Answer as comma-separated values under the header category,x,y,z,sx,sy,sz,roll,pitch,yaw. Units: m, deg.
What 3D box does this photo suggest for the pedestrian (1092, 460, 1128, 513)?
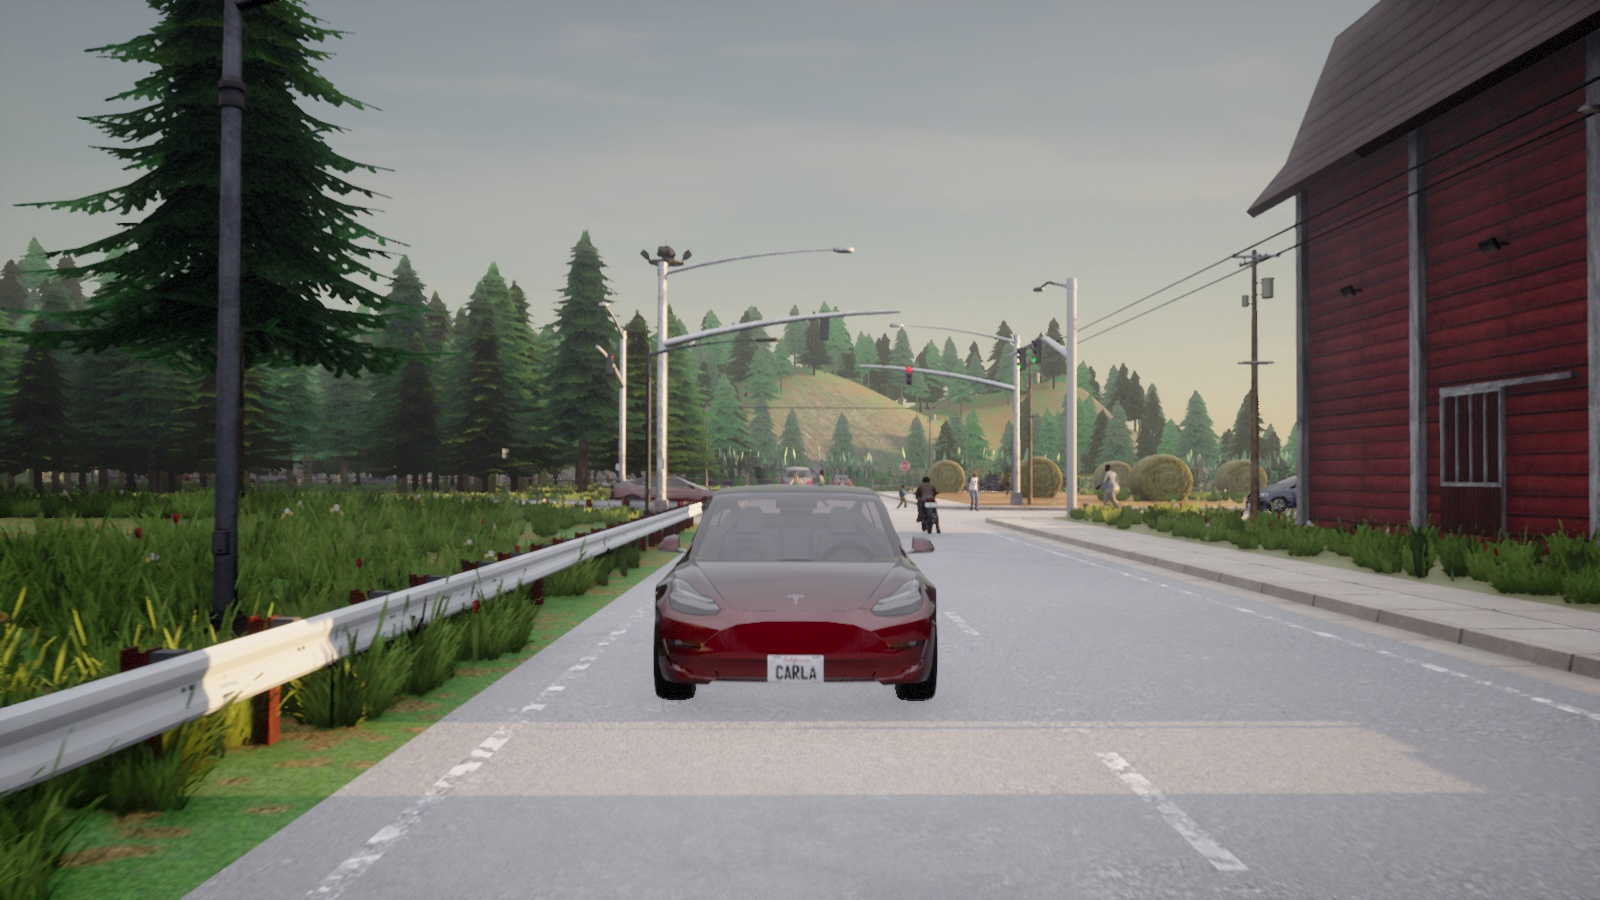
category,x,y,z,sx,sy,sz,roll,pitch,yaw
pedestrian,11.081,1.297,44.879,0.874,1.855,0.900,1,-1,-40

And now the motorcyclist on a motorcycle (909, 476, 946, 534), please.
category,x,y,z,sx,sy,sz,roll,pitch,yaw
motorcyclist on a motorcycle,3.417,1.457,33.809,0.797,1.523,2.044,0,-1,0

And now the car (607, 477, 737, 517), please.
category,x,y,z,sx,sy,sz,roll,pitch,yaw
car,-4.827,1.766,47.937,4.792,1.488,2.163,0,-1,-1

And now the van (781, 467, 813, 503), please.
category,x,y,z,sx,sy,sz,roll,pitch,yaw
van,-0.178,2.004,72.330,1.775,1.987,4.442,0,-1,0

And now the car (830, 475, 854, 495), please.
category,x,y,z,sx,sy,sz,roll,pitch,yaw
car,3.259,2.733,98.440,1.789,1.549,3.705,0,-1,0

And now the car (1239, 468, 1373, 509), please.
category,x,y,z,sx,sy,sz,roll,pitch,yaw
car,20.873,1.578,51.971,4.611,1.667,2.242,0,-1,-1

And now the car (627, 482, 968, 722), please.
category,x,y,z,sx,sy,sz,roll,pitch,yaw
car,-0.026,1.025,10.393,2.163,1.488,4.792,0,-1,0

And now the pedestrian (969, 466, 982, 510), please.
category,x,y,z,sx,sy,sz,roll,pitch,yaw
pedestrian,7.471,1.623,53.455,0.354,1.836,0.706,0,-1,-10
